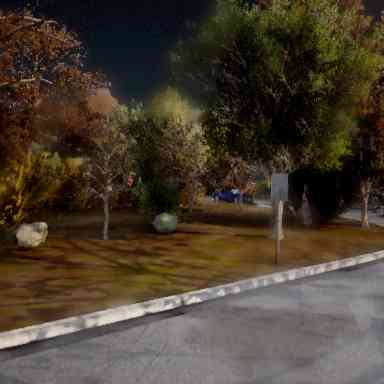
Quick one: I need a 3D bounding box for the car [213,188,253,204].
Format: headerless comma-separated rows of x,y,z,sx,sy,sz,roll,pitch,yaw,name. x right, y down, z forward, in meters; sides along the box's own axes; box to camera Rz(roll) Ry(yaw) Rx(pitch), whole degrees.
4.324,0.414,35.522,1.882,1.535,5.008,2,2,-35,car

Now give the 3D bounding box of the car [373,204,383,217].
15.596,1.253,24.383,1.994,1.385,4.181,1,2,-22,car
